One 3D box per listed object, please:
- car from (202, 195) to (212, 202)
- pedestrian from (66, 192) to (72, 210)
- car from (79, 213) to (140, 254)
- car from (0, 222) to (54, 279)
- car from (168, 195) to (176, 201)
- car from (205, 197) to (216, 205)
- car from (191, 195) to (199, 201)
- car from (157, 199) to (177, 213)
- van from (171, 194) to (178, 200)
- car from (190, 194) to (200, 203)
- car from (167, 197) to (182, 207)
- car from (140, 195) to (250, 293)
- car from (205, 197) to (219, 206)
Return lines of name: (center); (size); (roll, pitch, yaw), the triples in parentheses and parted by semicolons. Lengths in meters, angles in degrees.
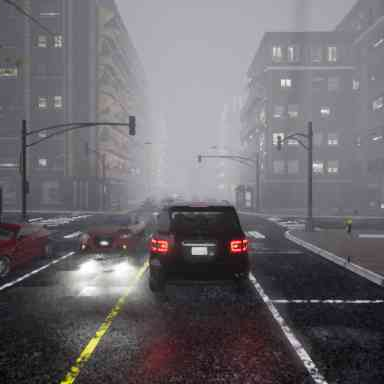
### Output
car: (3.403, 1.439, 76.106); (1.967, 1.590, 4.097); (0, 0, 1)
pedestrian: (-12.405, 0.902, 33.421); (0.375, 1.860, 0.375); (0, -1, 0)
car: (-2.983, 1.563, 13.337); (1.994, 1.385, 4.181); (0, 0, 1)
car: (-5.609, 1.581, 9.952); (1.802, 1.307, 4.206); (0, 0, 1)
car: (-4.924, 1.525, 81.660); (1.752, 1.417, 4.829); (0, 0, 1)
car: (3.242, 1.543, 59.190); (1.887, 1.381, 4.507); (0, 0, 1)
car: (0.781, 1.477, 82.636); (1.882, 1.535, 5.008); (0, 0, 1)
car: (-2.757, 1.524, 37.218); (1.812, 1.442, 4.674); (0, 0, 1)
van: (-4.815, 1.340, 93.108); (1.690, 1.788, 3.998); (0, 0, 1)
car: (0.702, 1.354, 72.859); (2.097, 1.767, 4.553); (0, 0, 1)
car: (-2.621, 1.562, 50.747); (1.994, 1.385, 4.181); (0, 0, 0)
car: (0.169, 1.221, 9.035); (2.150, 2.045, 5.566); (0, 0, 1)
car: (3.188, 1.549, 53.552); (2.008, 1.369, 4.403); (0, 0, 1)
